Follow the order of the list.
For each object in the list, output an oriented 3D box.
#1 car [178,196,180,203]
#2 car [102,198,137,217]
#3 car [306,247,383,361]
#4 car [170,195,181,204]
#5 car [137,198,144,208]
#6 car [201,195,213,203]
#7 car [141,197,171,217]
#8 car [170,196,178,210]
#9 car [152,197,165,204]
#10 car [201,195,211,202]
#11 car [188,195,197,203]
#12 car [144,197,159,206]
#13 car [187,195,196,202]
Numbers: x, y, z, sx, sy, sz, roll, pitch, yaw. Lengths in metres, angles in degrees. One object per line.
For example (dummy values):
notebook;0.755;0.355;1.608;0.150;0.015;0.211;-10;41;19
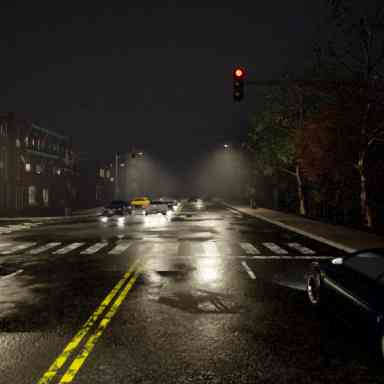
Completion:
car;-3.352;1.582;54.622;1.895;1.301;4.718;0;0;0
car;-6.978;1.517;31.737;1.812;1.442;4.674;0;0;4
car;3.335;1.563;5.273;1.994;1.385;4.181;0;0;1
car;-3.314;1.454;66.366;1.882;1.535;5.008;0;0;0
car;-6.614;1.464;43.208;1.882;1.535;5.008;0;0;0
car;3.320;1.467;68.368;2.128;1.511;4.902;0;0;0
car;-3.362;1.517;31.890;1.812;1.442;4.674;0;0;0
car;-3.362;1.478;42.872;2.128;1.511;4.902;0;0;0
car;-6.566;1.577;65.715;1.895;1.301;4.718;0;0;0
car;3.212;1.509;78.552;2.033;1.411;5.357;0;0;0
car;0.070;1.500;68.969;1.812;1.442;4.674;0;0;0
car;-6.609;1.545;55.090;1.994;1.385;4.181;0;0;0
car;-0.037;1.494;79.776;2.128;1.511;4.902;0;0;0
